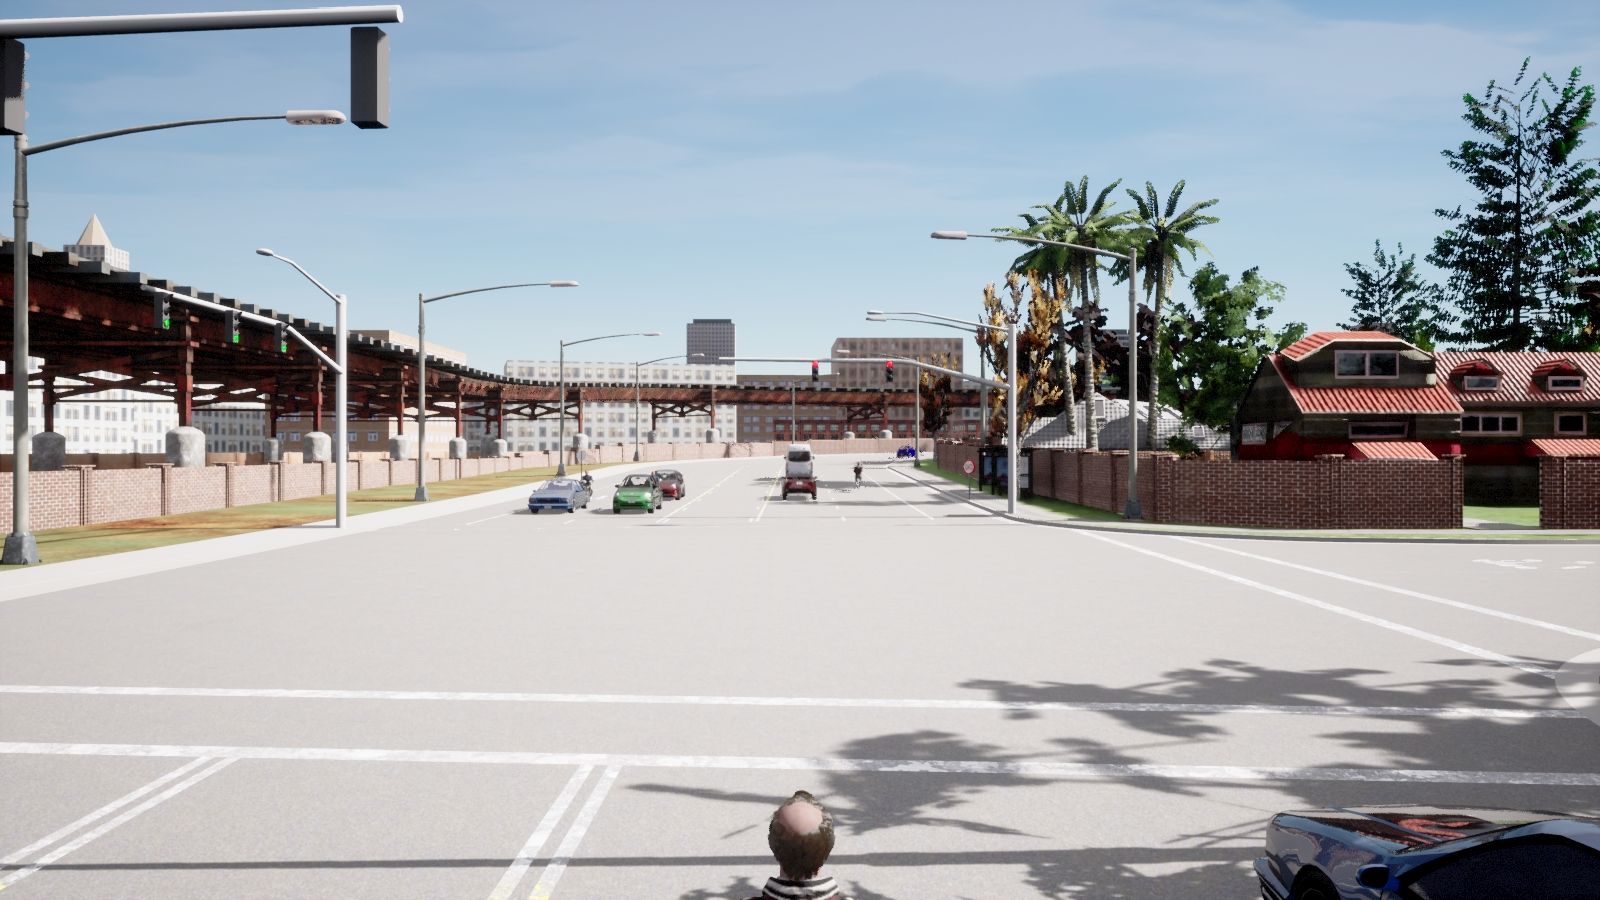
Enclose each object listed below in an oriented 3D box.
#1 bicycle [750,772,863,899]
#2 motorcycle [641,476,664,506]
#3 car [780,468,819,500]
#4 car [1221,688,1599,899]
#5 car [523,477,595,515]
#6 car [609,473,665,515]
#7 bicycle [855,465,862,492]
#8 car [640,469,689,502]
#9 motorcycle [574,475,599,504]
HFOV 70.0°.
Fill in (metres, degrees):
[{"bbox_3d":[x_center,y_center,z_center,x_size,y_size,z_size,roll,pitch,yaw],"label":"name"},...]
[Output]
[{"bbox_3d":[0.019,2.048,3.681,0.329,1.496,1.835,0,0,0],"label":"bicycle"},{"bbox_3d":[-7.053,1.947,54.746,0.856,1.341,1.805,0,1,0],"label":"motorcycle"},{"bbox_3d":[-0.036,1.780,61.289,2.007,1.525,4.514,0,1,0],"label":"car"},{"bbox_3d":[3.467,2.106,4.038,2.033,1.411,5.357,0,0,1],"label":"car"},{"bbox_3d":[-10.533,1.979,50.381,2.033,1.411,5.357,0,1,0],"label":"car"},{"bbox_3d":[-7.031,1.877,49.699,1.851,1.617,3.988,0,1,0],"label":"car"},{"bbox_3d":[3.473,1.683,68.054,0.329,1.496,1.835,0,1,0],"label":"bicycle"},{"bbox_3d":[-7.040,1.800,59.633,2.007,1.525,4.514,0,1,0],"label":"car"},{"bbox_3d":[-10.476,1.934,56.002,0.856,1.341,1.805,0,1,1],"label":"motorcycle"}]
